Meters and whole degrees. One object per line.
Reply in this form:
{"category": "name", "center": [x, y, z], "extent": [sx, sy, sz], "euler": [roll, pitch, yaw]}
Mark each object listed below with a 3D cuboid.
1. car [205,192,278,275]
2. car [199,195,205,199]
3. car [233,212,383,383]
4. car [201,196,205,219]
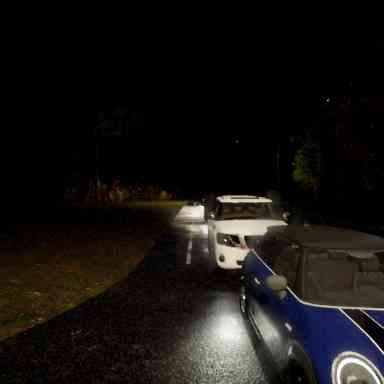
{"category": "car", "center": [1.654, 1.160, 10.552], "extent": [2.150, 2.045, 5.566], "euler": [0, 0, 1]}
{"category": "car", "center": [2.225, 1.244, 50.300], "extent": [1.837, 1.490, 4.892], "euler": [0, 0, 1]}
{"category": "car", "center": [1.932, 1.338, 4.208], "extent": [2.097, 1.767, 4.553], "euler": [0, 0, -1]}
{"category": "car", "center": [1.832, 1.344, 24.925], "extent": [1.882, 1.535, 5.008], "euler": [0, 0, 1]}
